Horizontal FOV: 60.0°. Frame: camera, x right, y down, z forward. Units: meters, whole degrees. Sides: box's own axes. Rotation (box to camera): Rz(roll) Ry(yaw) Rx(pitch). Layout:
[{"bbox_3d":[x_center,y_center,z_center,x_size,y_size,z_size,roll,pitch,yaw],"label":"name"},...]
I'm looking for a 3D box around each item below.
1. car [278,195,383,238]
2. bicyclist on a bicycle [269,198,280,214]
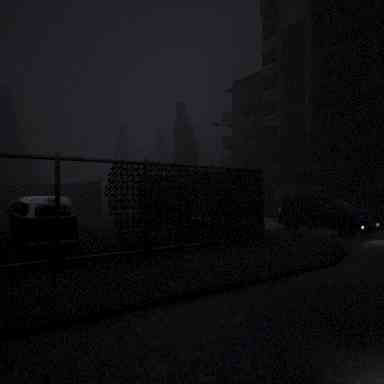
[{"bbox_3d":[7.311,1.221,18.216,2.150,2.045,5.566,0,0,-35],"label":"car"},{"bbox_3d":[7.951,1.349,31.774,1.656,1.620,0.582,0,0,-36],"label":"bicyclist on a bicycle"}]
